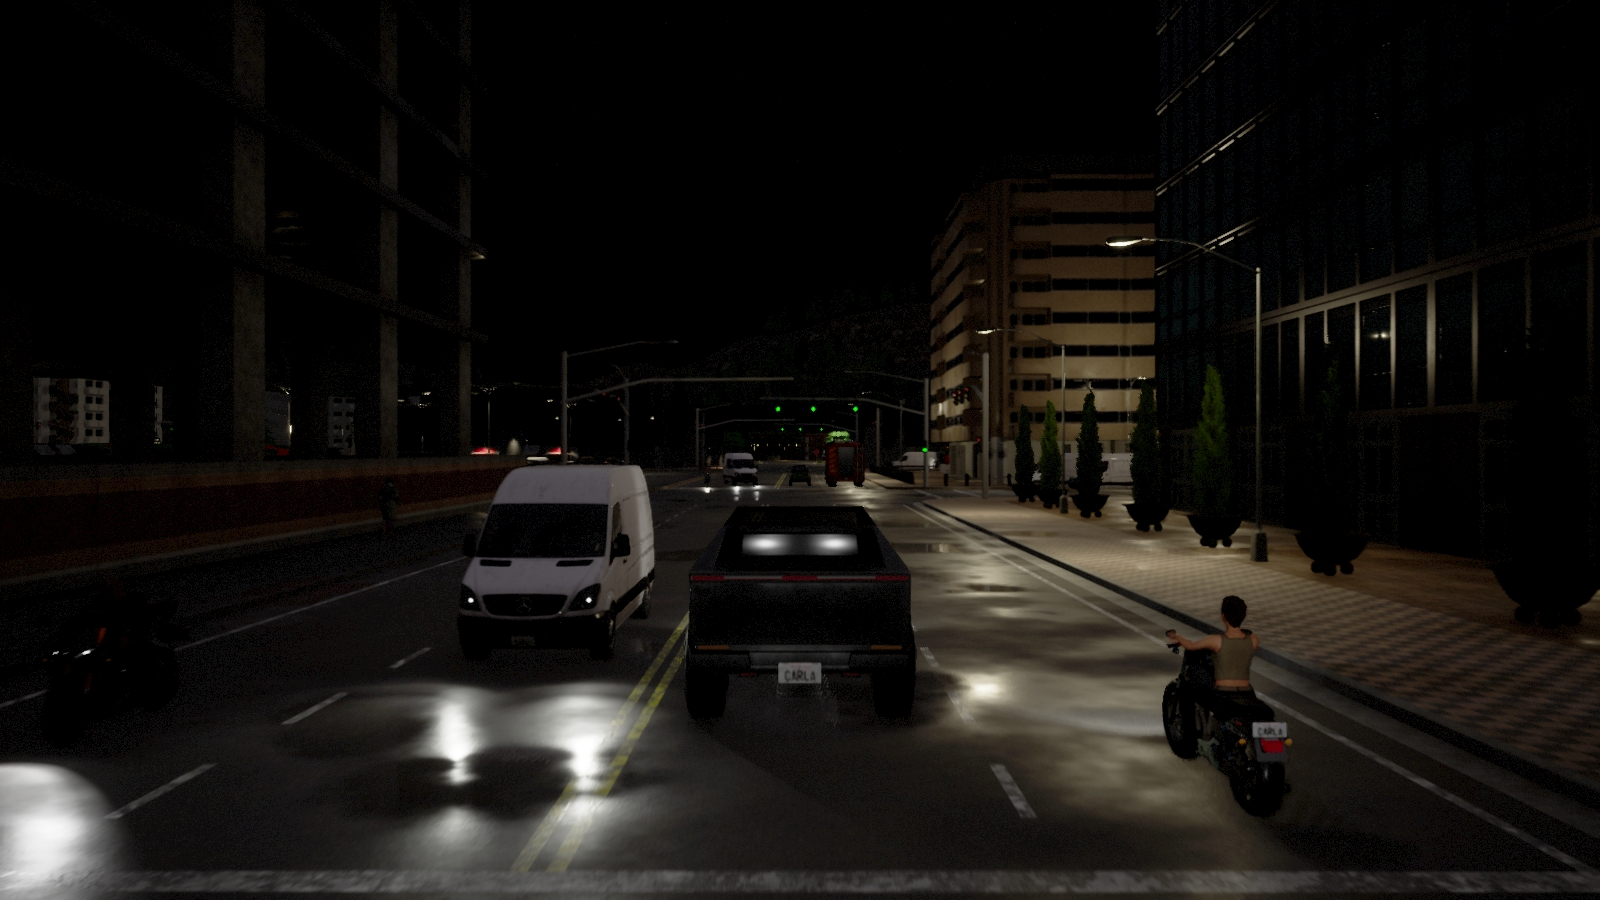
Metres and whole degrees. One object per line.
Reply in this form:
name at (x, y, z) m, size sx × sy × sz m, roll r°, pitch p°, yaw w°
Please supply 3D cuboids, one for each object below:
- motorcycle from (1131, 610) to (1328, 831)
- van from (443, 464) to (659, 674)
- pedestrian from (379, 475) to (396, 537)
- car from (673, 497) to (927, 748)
motorcycle at (3.501, 2.153, 9.581) m, size 0.764 × 1.307 × 2.356 m, roll 0°, pitch 0°, yaw 0°
van at (-3.498, 1.532, 17.323) m, size 1.988 × 2.561 × 5.915 m, roll 0°, pitch 0°, yaw 0°
pedestrian at (-12.457, 1.692, 34.483) m, size 0.375 × 1.860 × 0.375 m, roll 0°, pitch 0°, yaw 3°
car at (-0.002, 1.751, 13.888) m, size 2.390 × 2.098 × 6.274 m, roll 0°, pitch 0°, yaw 0°
